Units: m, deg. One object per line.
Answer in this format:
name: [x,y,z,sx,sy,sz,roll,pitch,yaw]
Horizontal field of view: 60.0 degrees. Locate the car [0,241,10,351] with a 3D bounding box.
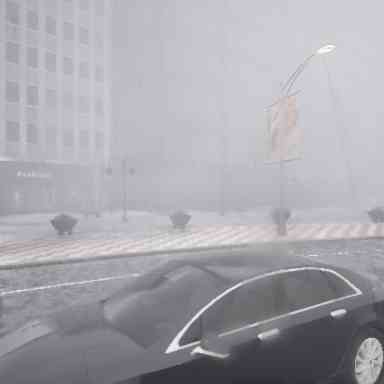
car: [-4.894,1.564,4.391,4.181,1.385,1.994,0,0,-35]

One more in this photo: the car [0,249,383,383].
car: [0.317,1.505,3.798,4.892,1.490,1.837,0,-1,-29]
